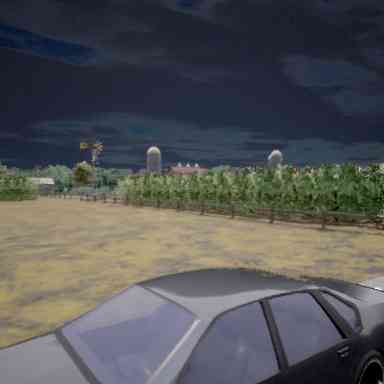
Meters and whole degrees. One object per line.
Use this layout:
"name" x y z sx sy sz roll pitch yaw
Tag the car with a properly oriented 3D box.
"car" 0.146 1.544 3.175 5.357 1.411 2.033 0 0 -35
